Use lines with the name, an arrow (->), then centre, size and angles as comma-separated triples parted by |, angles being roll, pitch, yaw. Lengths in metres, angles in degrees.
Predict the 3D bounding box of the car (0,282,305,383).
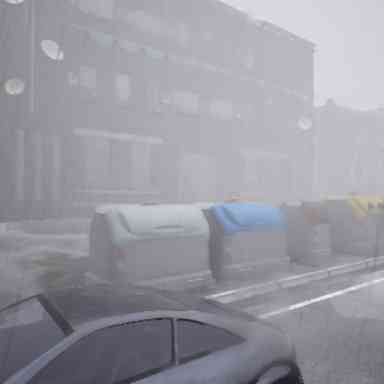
car -> -1.005, 1.565, 2.662 | 4.181, 1.385, 1.994 | 0, 0, -36
